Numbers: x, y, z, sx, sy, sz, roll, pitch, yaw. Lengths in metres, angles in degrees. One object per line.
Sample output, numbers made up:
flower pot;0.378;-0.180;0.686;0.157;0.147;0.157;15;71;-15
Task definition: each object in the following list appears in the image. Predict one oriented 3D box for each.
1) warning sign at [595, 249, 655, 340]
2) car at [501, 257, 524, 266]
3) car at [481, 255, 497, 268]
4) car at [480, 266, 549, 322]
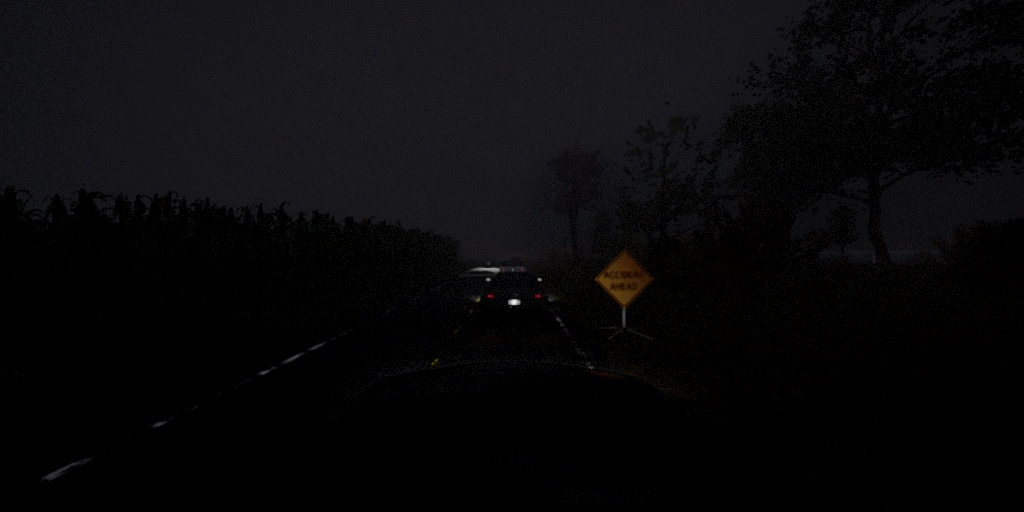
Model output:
warning sign;2.444;0.782;7.858;1.300;1.860;1.060;0;0;0
car;0.055;1.007;28.334;1.895;1.301;4.718;0;1;0
car;-2.878;0.682;46.192;2.128;1.511;4.902;0;1;0
car;0.065;1.182;11.610;1.994;1.385;4.181;0;1;0
